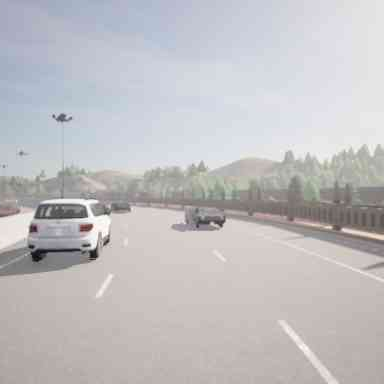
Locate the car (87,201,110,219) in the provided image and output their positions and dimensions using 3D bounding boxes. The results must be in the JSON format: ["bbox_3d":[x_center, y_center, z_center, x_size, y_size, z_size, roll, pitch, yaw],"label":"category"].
[{"bbox_3d":[-9.049,1.665,31.952,1.837,1.490,4.892,0,0,-19],"label":"car"}]

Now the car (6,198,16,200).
[{"bbox_3d":[-33.767,1.849,62.177,1.882,1.535,5.008,0,0,-34],"label":"car"}]

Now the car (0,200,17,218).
[{"bbox_3d":[-14.493,1.634,25.434,1.882,1.535,5.008,0,0,-17],"label":"car"}]

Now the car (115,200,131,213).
[{"bbox_3d":[-8.845,1.686,41.016,2.128,1.511,4.902,0,0,-23],"label":"car"}]

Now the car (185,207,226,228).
[{"bbox_3d":[0.774,1.688,23.078,1.895,1.301,4.718,0,0,-13],"label":"car"}]

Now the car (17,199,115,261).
[{"bbox_3d":[-4.446,1.290,12.810,2.150,2.045,5.566,0,0,-8],"label":"car"}]
